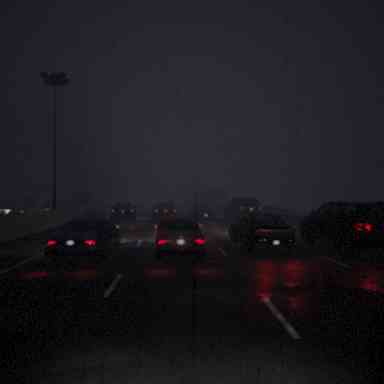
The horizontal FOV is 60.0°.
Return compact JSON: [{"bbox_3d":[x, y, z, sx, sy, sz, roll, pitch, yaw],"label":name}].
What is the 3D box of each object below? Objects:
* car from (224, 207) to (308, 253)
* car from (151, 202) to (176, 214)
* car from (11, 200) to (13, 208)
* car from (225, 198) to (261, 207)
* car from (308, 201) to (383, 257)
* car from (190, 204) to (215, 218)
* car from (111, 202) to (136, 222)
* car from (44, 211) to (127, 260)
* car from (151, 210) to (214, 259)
[{"bbox_3d":[2.874,1.646,14.502,2.128,1.511,4.902,0,0,-5],"label":"car"},{"bbox_3d":[-2.542,1.664,29.783,2.097,1.767,4.553,0,-1,-9],"label":"car"},{"bbox_3d":[-30.930,2.077,55.456,2.128,1.511,4.902,0,-1,-19],"label":"car"},{"bbox_3d":[4.514,1.540,30.063,2.150,2.045,5.566,0,0,-9],"label":"car"},{"bbox_3d":[6.447,1.370,13.838,2.150,2.045,5.566,0,0,-4],"label":"car"},{"bbox_3d":[0.834,1.848,30.792,1.812,1.442,4.674,0,0,-10],"label":"car"},{"bbox_3d":[-6.000,1.659,29.244,2.097,1.767,4.553,0,-1,-9],"label":"car"},{"bbox_3d":[-4.024,1.686,13.047,2.033,1.411,5.357,0,-1,-4],"label":"car"},{"bbox_3d":[-0.531,1.688,13.285,2.033,1.411,5.357,0,-1,-4],"label":"car"}]
